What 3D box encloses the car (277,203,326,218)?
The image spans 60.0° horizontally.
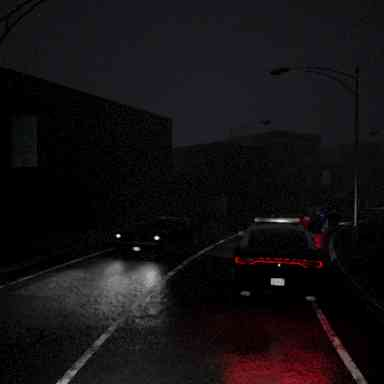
[{"bbox_3d":[5.408,1.367,17.151,2.097,1.767,4.553,1,0,27],"label":"car"}]

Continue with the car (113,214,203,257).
[{"bbox_3d":[-1.134,1.579,13.146,1.895,1.301,4.718,0,0,19],"label":"car"}]

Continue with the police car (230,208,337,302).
[{"bbox_3d":[2.174,1.429,8.548,1.930,1.638,5.238,0,0,14],"label":"police car"}]

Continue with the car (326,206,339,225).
[{"bbox_3d":[8.325,1.559,21.974,1.812,1.442,4.674,1,0,35],"label":"car"}]
